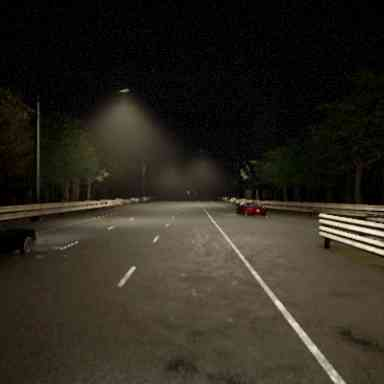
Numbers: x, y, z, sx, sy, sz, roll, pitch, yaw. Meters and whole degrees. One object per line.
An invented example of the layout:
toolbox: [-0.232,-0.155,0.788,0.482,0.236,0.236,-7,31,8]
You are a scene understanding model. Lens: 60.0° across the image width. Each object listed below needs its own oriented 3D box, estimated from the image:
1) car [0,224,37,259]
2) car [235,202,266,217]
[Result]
car: [-6.901,1.633,10.685,1.895,1.301,4.718,0,0,0]
car: [5.734,1.725,33.076,1.994,1.385,4.181,0,0,-13]
